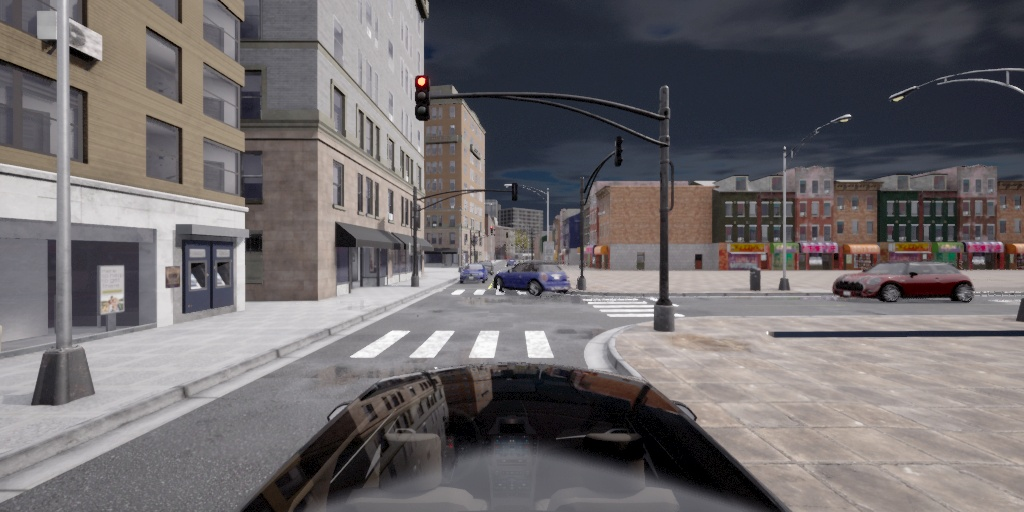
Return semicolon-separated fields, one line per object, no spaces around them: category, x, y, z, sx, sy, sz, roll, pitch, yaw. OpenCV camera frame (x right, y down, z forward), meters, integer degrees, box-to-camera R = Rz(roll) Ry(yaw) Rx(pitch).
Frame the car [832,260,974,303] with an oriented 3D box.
car;16.828;1.031;15.617;4.553;1.767;2.097;0;0;0

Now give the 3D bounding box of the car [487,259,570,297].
car;0.938;1.100;19.313;2.097;1.767;4.553;1;-1;-37

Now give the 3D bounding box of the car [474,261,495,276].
car;-2.884;1.262;38.023;1.837;1.490;4.892;0;0;0

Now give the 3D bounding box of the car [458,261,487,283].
car;-2.872;1.279;27.775;1.812;1.442;4.674;0;0;0
